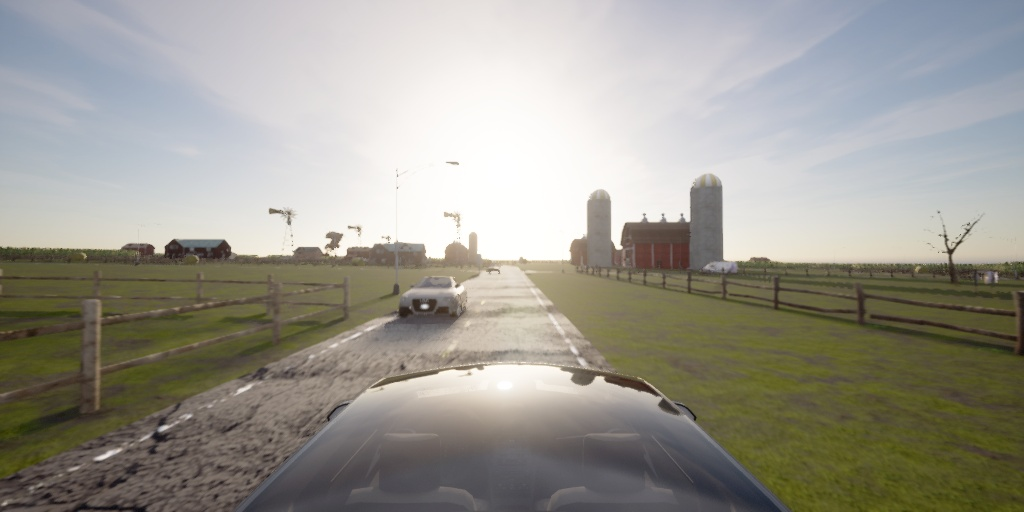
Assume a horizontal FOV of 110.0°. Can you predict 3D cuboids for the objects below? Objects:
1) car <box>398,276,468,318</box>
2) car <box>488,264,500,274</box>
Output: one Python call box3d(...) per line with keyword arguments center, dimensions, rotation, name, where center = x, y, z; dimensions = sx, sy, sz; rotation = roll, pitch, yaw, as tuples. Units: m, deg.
box3d(center=(-2.847, 1.471, 13.650), dimensions=(1.994, 1.385, 4.181), rotation=(0, -1, 0), name="car")
box3d(center=(-2.737, 1.927, 55.692), dimensions=(2.033, 1.411, 5.357), rotation=(0, -1, 0), name="car")
